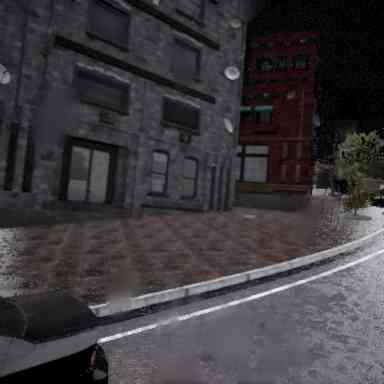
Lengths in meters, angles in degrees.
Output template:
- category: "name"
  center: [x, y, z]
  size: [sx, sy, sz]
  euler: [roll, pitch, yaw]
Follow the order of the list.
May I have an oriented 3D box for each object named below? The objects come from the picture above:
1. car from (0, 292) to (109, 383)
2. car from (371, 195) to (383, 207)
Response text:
- category: "car"
  center: [-3.026, 1.476, 1.945]
  size: [5.008, 1.535, 1.882]
  euler: [0, 0, -37]
- category: "car"
  center: [23.514, 1.083, 40.662]
  size: [2.033, 1.411, 5.357]
  euler: [4, 2, 11]
